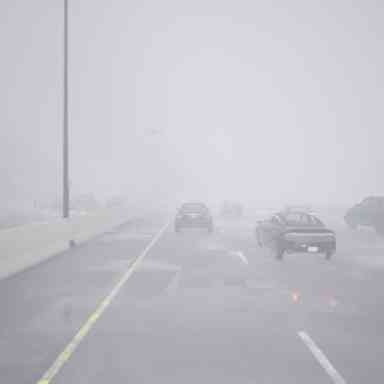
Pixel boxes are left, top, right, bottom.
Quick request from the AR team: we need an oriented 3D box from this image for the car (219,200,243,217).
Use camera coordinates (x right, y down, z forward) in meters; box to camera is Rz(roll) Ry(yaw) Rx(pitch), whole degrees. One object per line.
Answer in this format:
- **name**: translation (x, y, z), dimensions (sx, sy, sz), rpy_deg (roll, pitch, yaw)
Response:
- **car**: translation (3.611, 1.492, 31.085), dimensions (2.128, 1.511, 4.902), rpy_deg (0, 0, 0)

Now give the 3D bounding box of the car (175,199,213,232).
- **car**: translation (0.106, 1.352, 20.101), dimensions (2.097, 1.767, 4.553), rpy_deg (0, 0, 0)

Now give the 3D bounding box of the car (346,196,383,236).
- **car**: translation (10.608, 1.221, 18.413), dimensions (2.150, 2.045, 5.566), rpy_deg (0, 0, 0)

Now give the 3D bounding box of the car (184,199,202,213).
- **car**: translation (0.114, 1.548, 38.912), dimensions (2.033, 1.411, 5.357), rpy_deg (0, 0, 0)

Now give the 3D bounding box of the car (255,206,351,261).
- **car**: translation (3.605, 1.492, 12.349), dimensions (2.128, 1.511, 4.902), rpy_deg (0, 0, 0)

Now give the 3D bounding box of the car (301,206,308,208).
- **car**: translation (7.108, 1.601, 23.156), dimensions (1.895, 1.301, 4.718), rpy_deg (0, 0, 0)

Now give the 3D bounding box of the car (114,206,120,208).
- **car**: translation (-10.563, 1.353, 46.437), dimensions (2.097, 1.767, 4.553), rpy_deg (0, 0, 0)
